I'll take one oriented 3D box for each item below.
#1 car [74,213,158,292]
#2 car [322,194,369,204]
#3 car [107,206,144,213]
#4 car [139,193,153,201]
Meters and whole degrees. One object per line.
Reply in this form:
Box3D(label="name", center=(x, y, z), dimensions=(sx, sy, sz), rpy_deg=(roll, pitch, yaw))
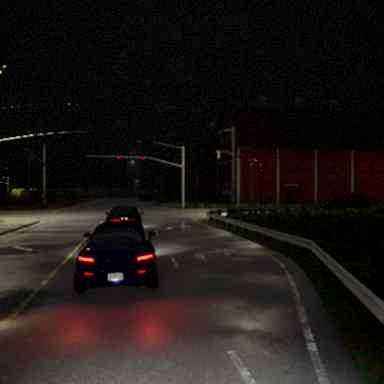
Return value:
Box3D(label="car", center=(-1.933, 1.528, 8.906), dimensions=(1.812, 1.442, 4.674), rpy_deg=(0, 0, -10))
Box3D(label="car", center=(18.325, 1.242, 39.809), dimensions=(5.566, 2.045, 2.150), rpy_deg=(0, 0, -9))
Box3D(label="car", center=(-3.648, 1.508, 18.037), dimensions=(1.837, 1.490, 4.892), rpy_deg=(0, 0, -10))
Box3D(label="car", center=(-11.183, 1.158, 81.525), dimensions=(3.866, 1.878, 1.905), rpy_deg=(-2, 4, 37))
